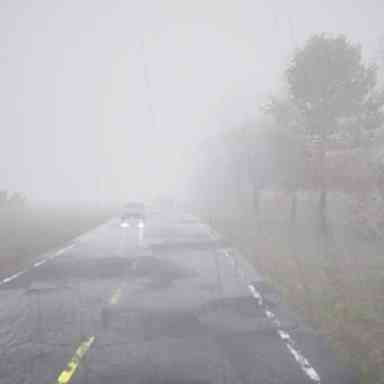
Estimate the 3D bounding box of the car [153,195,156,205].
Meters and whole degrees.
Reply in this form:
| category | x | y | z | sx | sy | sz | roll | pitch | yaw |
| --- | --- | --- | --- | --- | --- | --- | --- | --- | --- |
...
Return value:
| category | x | y | z | sx | sy | sz | roll | pitch | yaw |
| --- | --- | --- | --- | --- | --- | --- | --- | --- | --- |
| car | -5.198 | 1.143 | 53.364 | 2.097 | 1.767 | 4.553 | 0 | 0 | -8 |

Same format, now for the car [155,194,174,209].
| category | x | y | z | sx | sy | sz | roll | pitch | yaw |
| --- | --- | --- | --- | --- | --- | --- | --- | --- | --- |
| car | -3.357 | 1.338 | 43.065 | 1.837 | 1.490 | 4.892 | 0 | 0 | -9 |

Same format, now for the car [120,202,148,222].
| category | x | y | z | sx | sy | sz | roll | pitch | yaw |
| --- | --- | --- | --- | --- | --- | --- | --- | --- | --- |
| car | -4.401 | 1.448 | 25.812 | 2.033 | 1.411 | 5.357 | 0 | 0 | -5 |
